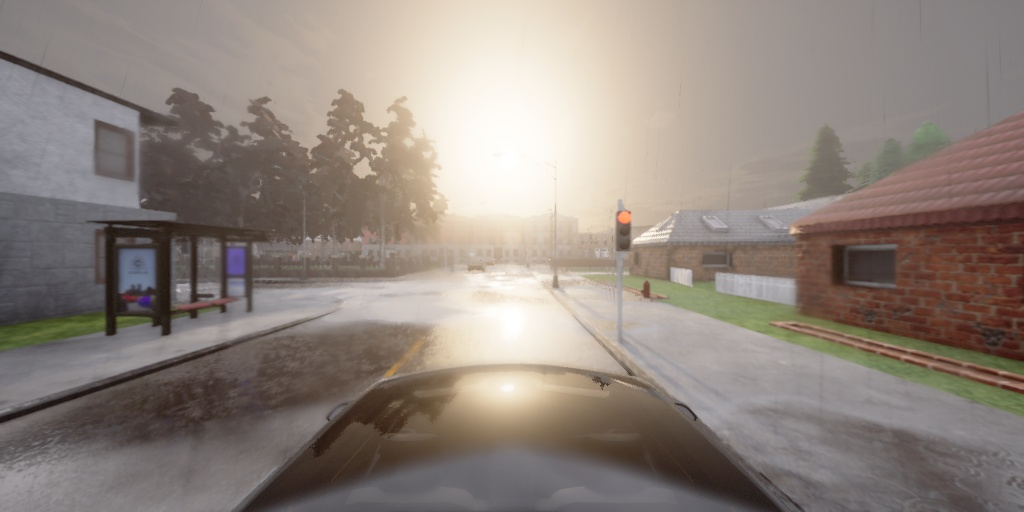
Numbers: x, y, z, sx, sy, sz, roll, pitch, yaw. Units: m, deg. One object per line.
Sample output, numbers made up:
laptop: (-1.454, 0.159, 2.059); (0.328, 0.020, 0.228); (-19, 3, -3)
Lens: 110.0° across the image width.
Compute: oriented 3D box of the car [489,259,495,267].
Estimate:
car: (-3.978, 1.143, 61.347); (1.895, 1.301, 4.718); (0, 0, 0)

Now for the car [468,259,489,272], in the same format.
car: (-4.058, 1.209, 42.011); (1.895, 1.301, 4.718); (0, 0, 0)
